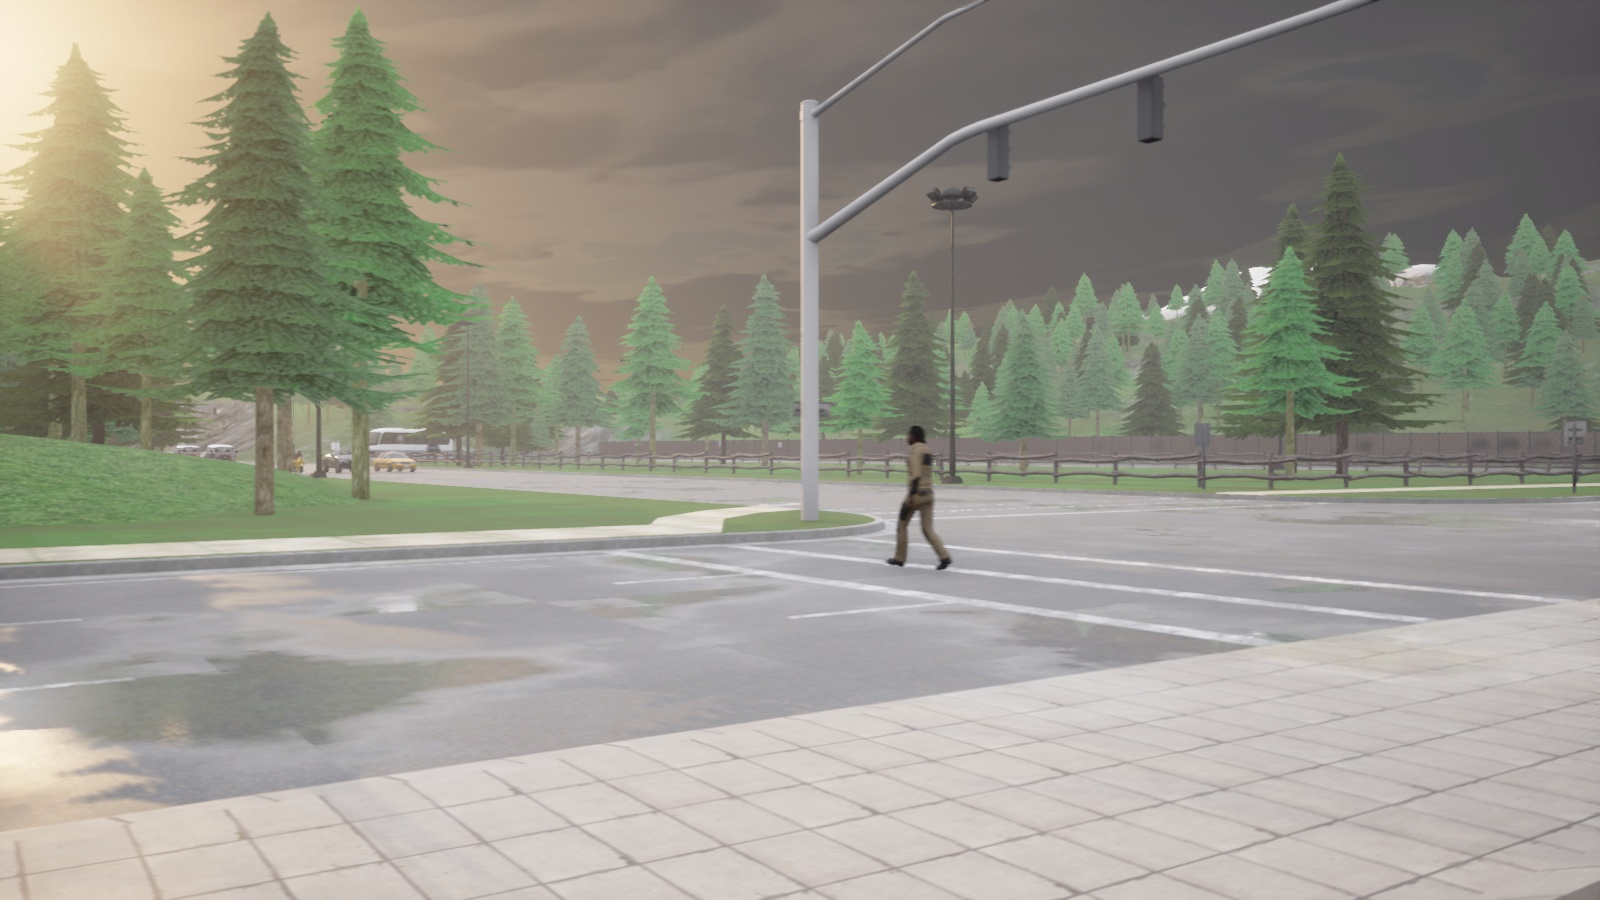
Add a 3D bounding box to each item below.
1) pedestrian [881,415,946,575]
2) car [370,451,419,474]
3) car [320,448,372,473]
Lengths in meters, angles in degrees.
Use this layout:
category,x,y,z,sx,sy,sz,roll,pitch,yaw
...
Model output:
category,x,y,z,sx,sy,sz,roll,pitch,yaw
pedestrian,1.405,0.546,15.575,0.692,1.930,0.396,0,0,43
car,-28.401,0.870,87.797,1.801,1.575,5.366,0,0,-34
car,-30.771,0.720,85.062,2.152,1.651,5.027,0,0,-34
